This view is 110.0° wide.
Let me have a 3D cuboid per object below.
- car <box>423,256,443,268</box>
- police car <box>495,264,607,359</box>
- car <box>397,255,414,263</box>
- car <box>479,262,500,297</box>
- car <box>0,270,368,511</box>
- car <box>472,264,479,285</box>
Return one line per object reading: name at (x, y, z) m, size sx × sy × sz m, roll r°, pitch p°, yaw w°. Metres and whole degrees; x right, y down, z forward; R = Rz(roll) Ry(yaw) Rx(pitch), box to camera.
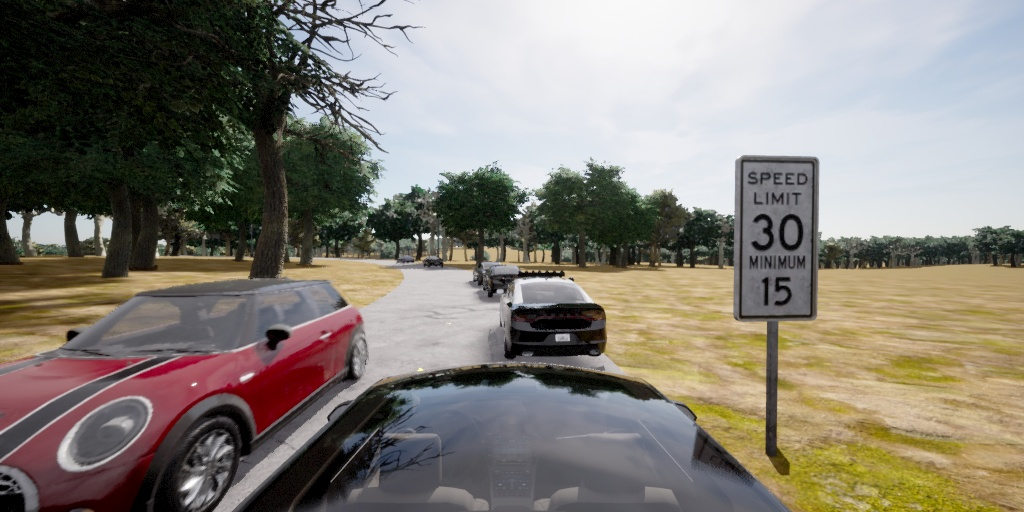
car at (-10.550, 0.702, 47.797) m, size 1.882 × 1.535 × 5.008 m, roll 0°, pitch 1°, yaw -25°
police car at (0.682, 1.167, 8.615) m, size 1.930 × 1.638 × 5.238 m, roll 0°, pitch 0°, yaw -4°
car at (-18.386, 0.513, 61.891) m, size 1.994 × 1.385 × 4.181 m, roll -1°, pitch 1°, yaw -35°
car at (-0.458, 1.174, 18.655) m, size 1.882 × 1.535 × 5.008 m, roll 0°, pitch 1°, yaw -9°
car at (-3.397, 1.103, 4.092) m, size 2.097 × 1.767 × 4.553 m, roll 0°, pitch 0°, yaw -2°
car at (-1.596, 1.142, 24.680) m, size 1.837 × 1.490 × 4.892 m, roll 0°, pitch 1°, yaw -12°
